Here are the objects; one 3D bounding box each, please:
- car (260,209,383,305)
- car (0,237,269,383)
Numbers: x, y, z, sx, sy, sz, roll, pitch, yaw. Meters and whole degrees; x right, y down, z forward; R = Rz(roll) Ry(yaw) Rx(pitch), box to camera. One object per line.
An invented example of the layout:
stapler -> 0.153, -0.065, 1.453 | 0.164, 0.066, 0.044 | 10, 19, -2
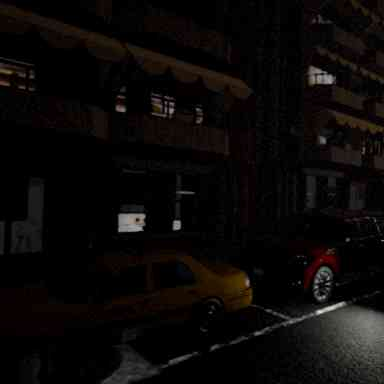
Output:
car -> 3.474, 1.417, 8.599 | 5.009, 1.841, 2.192 | 1, 1, -36
car -> -1.150, 1.559, 5.260 | 4.829, 1.417, 1.752 | 1, 1, -36
